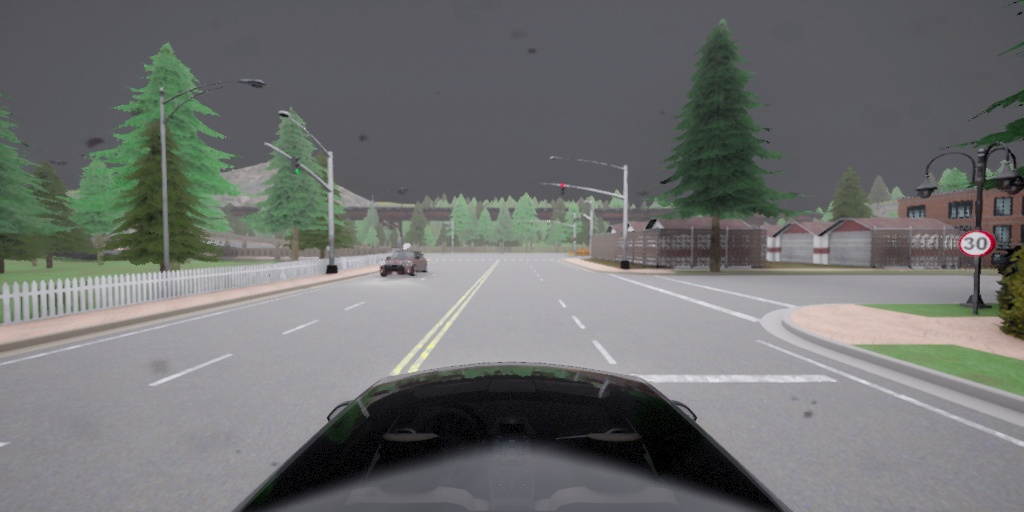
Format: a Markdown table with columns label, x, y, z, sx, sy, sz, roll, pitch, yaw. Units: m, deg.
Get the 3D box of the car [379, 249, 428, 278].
| label | x | y | z | sx | sy | sz | roll | pitch | yaw |
| --- | --- | --- | --- | --- | --- | --- | --- | --- | --- |
| car | -6.998 | 0.405 | 23.560 | 2.097 | 1.767 | 4.553 | 0 | 1 | 0 |
